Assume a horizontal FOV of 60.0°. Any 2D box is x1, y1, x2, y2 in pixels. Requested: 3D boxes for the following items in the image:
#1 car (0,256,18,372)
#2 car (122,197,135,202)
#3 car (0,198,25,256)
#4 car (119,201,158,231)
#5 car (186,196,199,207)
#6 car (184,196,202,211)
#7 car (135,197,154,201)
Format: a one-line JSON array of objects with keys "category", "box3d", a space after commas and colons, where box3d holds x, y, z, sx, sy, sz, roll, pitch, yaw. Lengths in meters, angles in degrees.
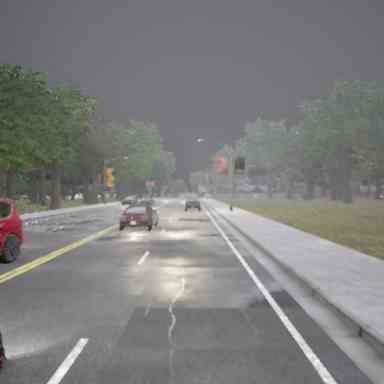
[{"category": "car", "box3d": [-3.149, 1.558, 2.186, 1.994, 1.385, 4.181, 0, 0, 0]}, {"category": "car", "box3d": [-9.811, 1.485, 52.952, 2.033, 1.411, 5.357, 0, 0, 1]}, {"category": "car", "box3d": [-6.600, 1.199, 8.728, 2.150, 2.045, 5.566, 0, 0, 0]}, {"category": "car", "box3d": [-3.148, 1.476, 20.109, 1.812, 1.442, 4.674, 0, 0, 0]}, {"category": "car", "box3d": [0.102, 1.415, 52.419, 1.882, 1.535, 5.008, 0, 0, 0]}, {"category": "car", "box3d": [0.101, 1.435, 39.655, 1.837, 1.490, 4.892, 0, 0, 0]}, {"category": "car", "box3d": [-6.574, 1.482, 49.060, 2.033, 1.411, 5.357, 0, 0, 0]}]
